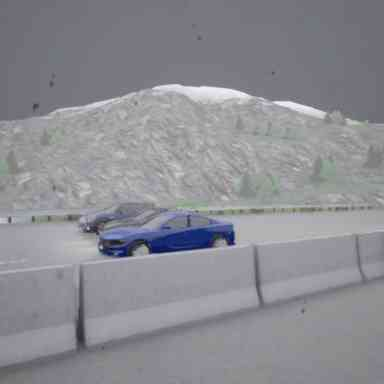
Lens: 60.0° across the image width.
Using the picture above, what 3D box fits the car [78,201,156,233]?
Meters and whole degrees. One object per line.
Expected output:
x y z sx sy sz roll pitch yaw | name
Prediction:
-3.764 1.322 18.122 4.553 1.767 2.097 0 0 -32 | car

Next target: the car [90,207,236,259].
-0.734 1.462 11.773 5.008 1.535 1.882 0 0 -33 | car

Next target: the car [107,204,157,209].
-1.600 1.483 15.367 4.892 1.490 1.837 0 0 -32 | car

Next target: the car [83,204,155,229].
-4.728 1.528 21.650 4.181 1.385 1.994 0 0 -32 | car
